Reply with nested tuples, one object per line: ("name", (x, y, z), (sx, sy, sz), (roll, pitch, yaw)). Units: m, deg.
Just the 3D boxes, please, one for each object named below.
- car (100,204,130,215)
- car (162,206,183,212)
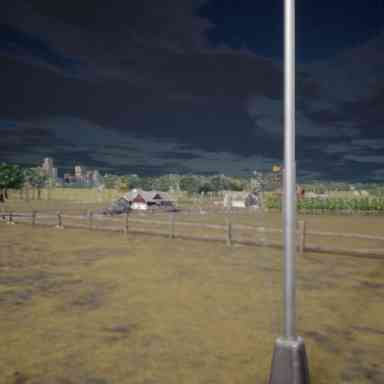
("car", (-13.148, 3.252, 57.151), (2.033, 1.411, 5.357), (0, -2, 36))
("car", (-4.005, 3.657, 69.926), (2.033, 1.411, 5.357), (0, -2, 36))
